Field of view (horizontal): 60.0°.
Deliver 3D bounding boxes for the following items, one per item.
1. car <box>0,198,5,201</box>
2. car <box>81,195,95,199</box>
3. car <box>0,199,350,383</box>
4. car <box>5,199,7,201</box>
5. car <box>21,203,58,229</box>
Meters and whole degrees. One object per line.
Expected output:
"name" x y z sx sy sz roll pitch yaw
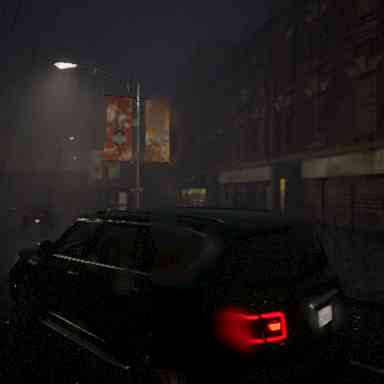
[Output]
"car" -22.351 1.677 36.451 1.895 1.301 4.718 0 0 -18
"car" -25.885 1.755 81.008 2.231 1.521 4.892 0 0 -8
"car" -0.715 1.244 4.923 5.566 2.045 2.150 0 0 43
"car" -38.396 1.736 65.213 1.895 1.301 4.718 0 0 -18
"car" -10.469 1.571 23.137 1.837 1.490 4.892 0 0 -19
